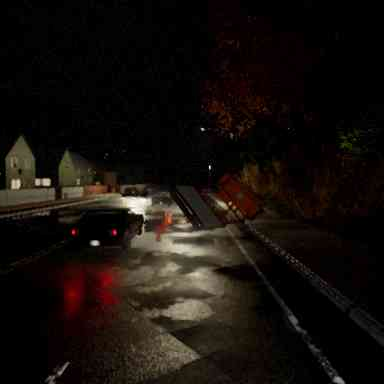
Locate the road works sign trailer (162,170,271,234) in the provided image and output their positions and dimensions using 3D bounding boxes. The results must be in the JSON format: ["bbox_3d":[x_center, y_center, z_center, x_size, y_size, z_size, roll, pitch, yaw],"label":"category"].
[{"bbox_3d":[0.805,0.716,13.805,3.560,2.880,2.380,3,41,-49],"label":"road works sign trailer"}]

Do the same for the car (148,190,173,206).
[{"bbox_3d":[-2.893,0.688,33.534,1.895,1.301,4.718,0,2,0],"label":"car"}]

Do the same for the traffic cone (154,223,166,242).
[{"bbox_3d":[-1.283,1.610,12.719,0.340,0.580,0.340,0,2,0],"label":"traffic cone"}]

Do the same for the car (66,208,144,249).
[{"bbox_3d":[-3.052,1.253,12.751,1.895,1.301,4.718,0,2,0],"label":"car"}]

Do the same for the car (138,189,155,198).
[{"bbox_3d":[-6.209,0.262,48.735,1.895,1.301,4.718,0,2,1],"label":"car"}]

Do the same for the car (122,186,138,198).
[{"bbox_3d":[-9.431,-0.062,51.333,2.097,1.767,4.553,0,2,1],"label":"car"}]
